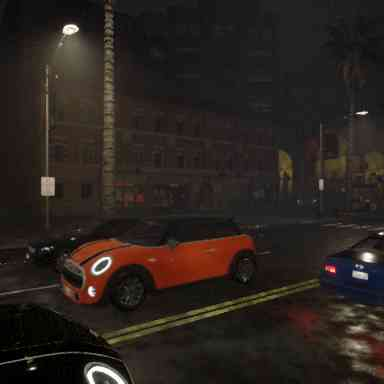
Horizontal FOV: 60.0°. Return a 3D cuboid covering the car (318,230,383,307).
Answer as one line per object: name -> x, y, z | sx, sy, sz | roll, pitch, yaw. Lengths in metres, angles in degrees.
car -> 5.077, 1.547, 7.460 | 5.357, 1.411, 2.033 | 0, 0, -35

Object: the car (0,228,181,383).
car -> -2.556, 1.352, 1.868 | 4.553, 1.767, 2.097 | 0, 0, -36

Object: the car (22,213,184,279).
car -> -2.701, 1.526, 10.670 | 4.674, 1.442, 1.812 | 0, 0, -36

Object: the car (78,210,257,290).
car -> -0.613, 1.352, 7.861 | 4.553, 1.767, 2.097 | 0, 0, -36
